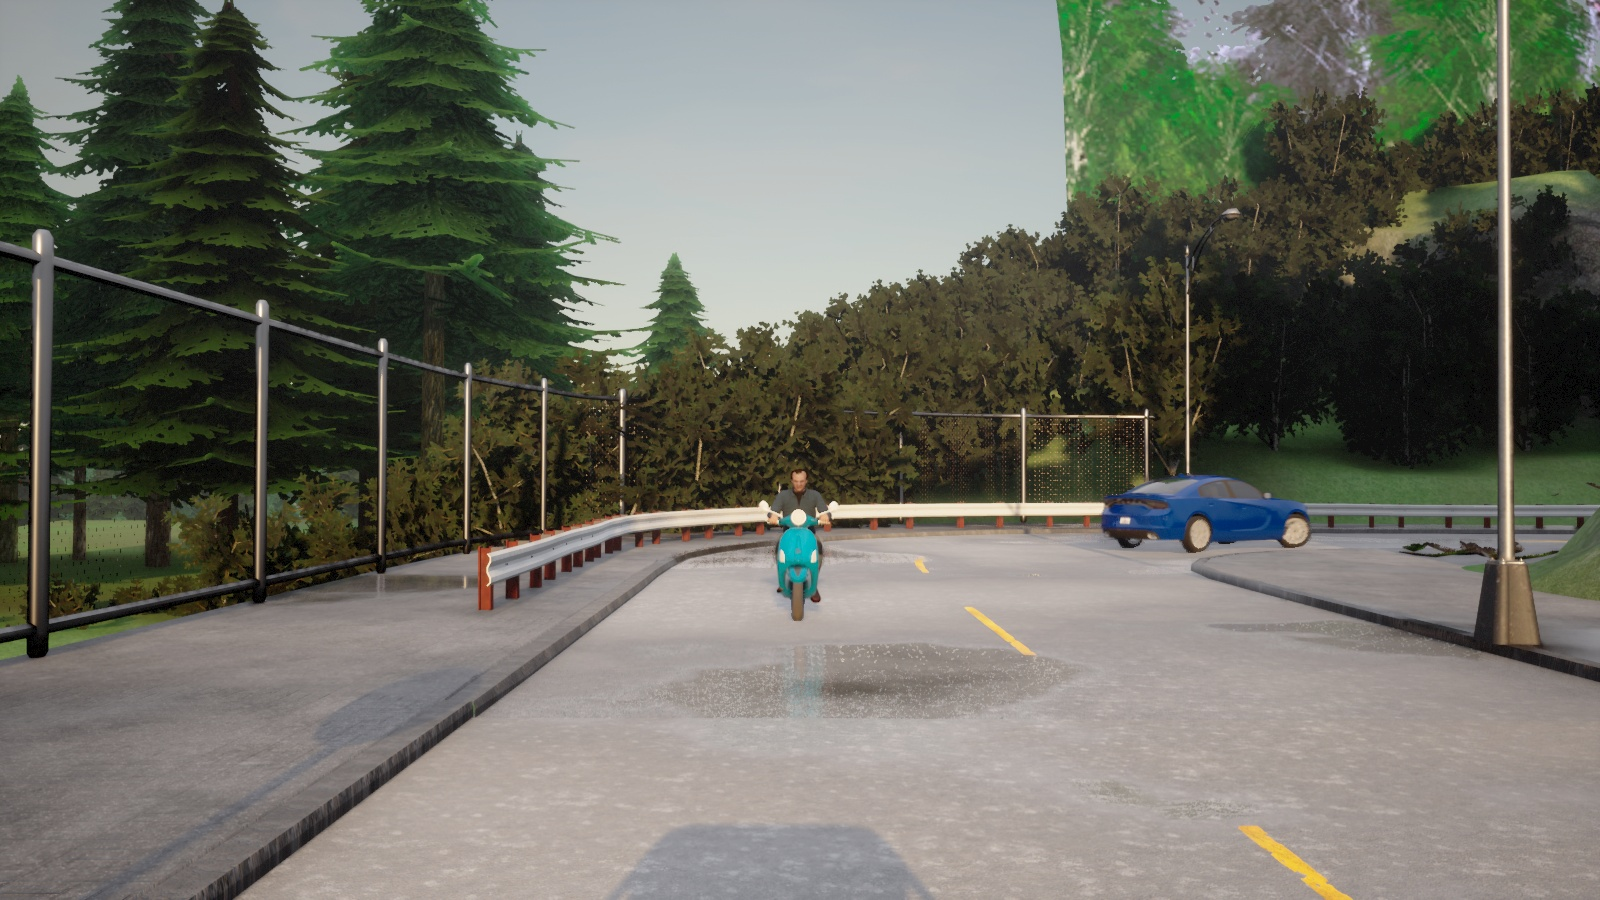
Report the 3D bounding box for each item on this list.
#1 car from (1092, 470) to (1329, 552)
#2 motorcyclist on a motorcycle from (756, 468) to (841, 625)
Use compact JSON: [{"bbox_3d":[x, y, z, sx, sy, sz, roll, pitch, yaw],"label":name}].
[{"bbox_3d":[8.514,1.194,25.897,5.008,1.535,1.882,0,-2,-32],"label":"car"},{"bbox_3d":[-0.007,0.997,13.648,0.866,1.590,1.817,0,-1,0],"label":"motorcyclist on a motorcycle"}]
